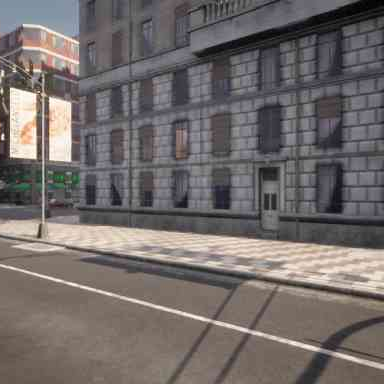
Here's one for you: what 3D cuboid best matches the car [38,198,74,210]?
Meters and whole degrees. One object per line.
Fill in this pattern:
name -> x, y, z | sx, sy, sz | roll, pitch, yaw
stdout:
car -> -18.080, 1.544, 44.424 | 1.812, 1.442, 4.674 | 0, 0, 36
